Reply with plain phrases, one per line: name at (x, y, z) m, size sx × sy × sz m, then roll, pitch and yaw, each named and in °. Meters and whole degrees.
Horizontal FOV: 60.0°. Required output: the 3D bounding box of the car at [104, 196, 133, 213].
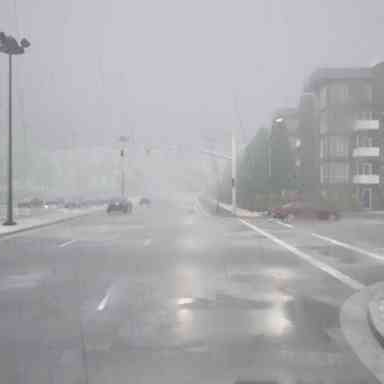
car at (-7.951, 1.367, 37.092) m, size 2.097 × 1.767 × 4.553 m, roll 0°, pitch 0°, yaw -1°

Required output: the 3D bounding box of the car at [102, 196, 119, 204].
car at (-16.221, 1.574, 66.389) m, size 2.033 × 1.411 × 5.357 m, roll 0°, pitch 0°, yaw 0°

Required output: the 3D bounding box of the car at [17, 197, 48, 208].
car at (-23.255, 1.497, 48.011) m, size 1.882 × 1.535 × 5.008 m, roll 0°, pitch 0°, yaw 0°

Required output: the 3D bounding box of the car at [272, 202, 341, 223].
car at (8.631, 1.488, 25.143) m, size 5.008 × 1.535 × 1.882 m, roll 0°, pitch -1°, yaw -2°

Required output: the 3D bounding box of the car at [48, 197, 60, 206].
car at (-23.247, 1.571, 57.172) m, size 2.033 × 1.411 × 5.357 m, roll 0°, pitch 0°, yaw 1°

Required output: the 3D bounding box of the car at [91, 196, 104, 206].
car at (-16.283, 1.500, 55.959) m, size 1.882 × 1.535 × 5.008 m, roll 0°, pitch 0°, yaw 1°

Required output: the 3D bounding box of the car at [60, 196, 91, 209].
car at (-16.265, 1.371, 46.848) m, size 2.097 × 1.767 × 4.553 m, roll 0°, pitch 0°, yaw 0°

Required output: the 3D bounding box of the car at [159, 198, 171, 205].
car at (-4.625, 1.624, 57.853) m, size 1.895 × 1.301 × 4.718 m, roll 0°, pitch 0°, yaw 0°

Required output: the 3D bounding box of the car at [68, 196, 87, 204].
car at (-23.213, 1.567, 67.573) m, size 2.033 × 1.411 × 5.357 m, roll 0°, pitch 0°, yaw 0°

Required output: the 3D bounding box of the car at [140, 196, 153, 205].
car at (-8.121, 1.529, 59.388) m, size 1.837 × 1.490 × 4.892 m, roll 0°, pitch 0°, yaw 0°
